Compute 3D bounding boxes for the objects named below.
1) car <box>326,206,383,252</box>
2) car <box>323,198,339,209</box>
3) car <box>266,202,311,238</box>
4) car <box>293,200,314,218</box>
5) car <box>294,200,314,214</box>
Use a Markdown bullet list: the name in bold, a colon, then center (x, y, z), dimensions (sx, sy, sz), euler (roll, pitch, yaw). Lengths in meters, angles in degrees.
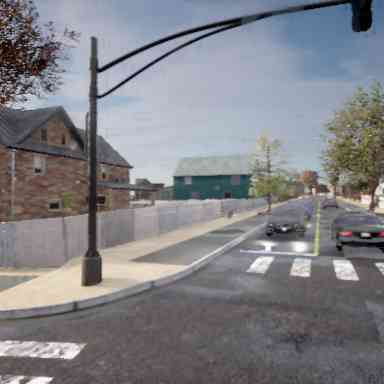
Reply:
- **car**: center (6.875, 1.524, 13.842), dimensions (2.033, 1.411, 5.357), euler (-1, 0, 20)
- **car**: center (18.588, 1.525, 44.465), dimensions (2.033, 1.411, 5.357), euler (-1, 0, 20)
- **car**: center (5.245, 1.507, 18.057), dimensions (1.837, 1.490, 4.892), euler (-1, 0, 21)
- **car**: center (8.806, 1.481, 27.293), dimensions (1.882, 1.535, 5.008), euler (-1, 0, 21)
- **car**: center (12.373, 1.604, 36.520), dimensions (1.895, 1.301, 4.718), euler (-1, 0, 21)
